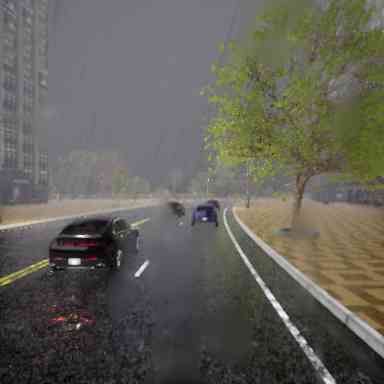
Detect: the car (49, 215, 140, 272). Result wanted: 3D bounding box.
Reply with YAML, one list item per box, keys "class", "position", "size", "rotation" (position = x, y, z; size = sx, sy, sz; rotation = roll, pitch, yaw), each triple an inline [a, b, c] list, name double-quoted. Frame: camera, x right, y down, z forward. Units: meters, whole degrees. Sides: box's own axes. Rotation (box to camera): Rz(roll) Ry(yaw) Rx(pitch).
- class: "car"
  position: [-2.933, 1.532, 10.903]
  size: [1.837, 1.490, 4.892]
  rotation: [0, 0, 2]

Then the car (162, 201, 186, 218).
- class: "car"
  position: [-1.708, 1.619, 31.481]
  size: [1.812, 1.442, 4.674]
  rotation: [0, 0, 5]

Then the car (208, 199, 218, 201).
- class: "car"
  position: [2.601, 1.660, 41.769]
  size: [1.812, 1.442, 4.674]
  rotation: [0, 0, 7]

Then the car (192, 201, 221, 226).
- class: "car"
  position: [0.981, 1.599, 24.144]
  size: [1.812, 1.442, 4.674]
  rotation: [0, 0, 4]
